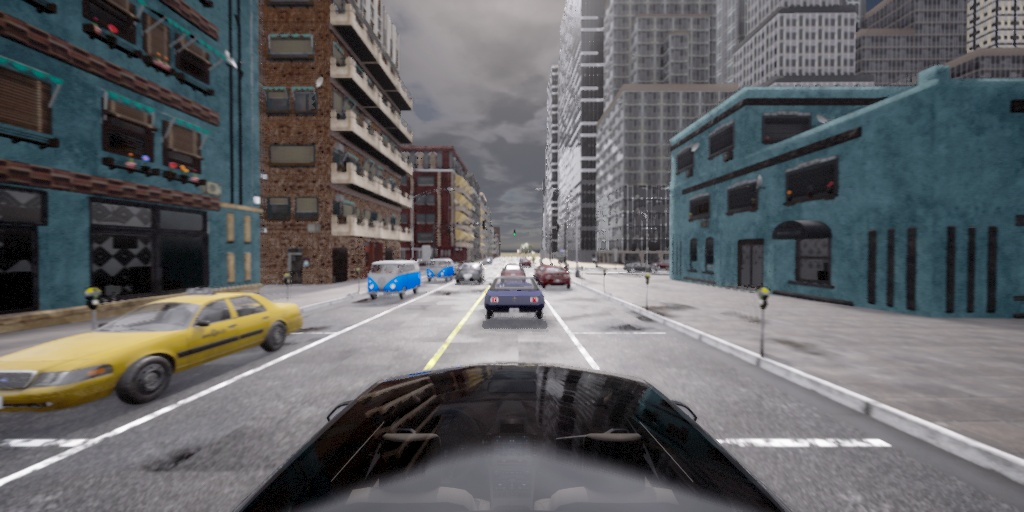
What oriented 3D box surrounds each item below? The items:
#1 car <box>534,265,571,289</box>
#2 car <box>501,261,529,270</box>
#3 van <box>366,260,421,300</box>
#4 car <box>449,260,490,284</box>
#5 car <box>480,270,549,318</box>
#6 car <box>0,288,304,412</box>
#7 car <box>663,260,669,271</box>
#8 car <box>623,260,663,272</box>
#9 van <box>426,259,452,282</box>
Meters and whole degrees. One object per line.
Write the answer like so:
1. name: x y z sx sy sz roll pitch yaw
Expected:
1. car: 2.689 1.316 23.260 1.888 1.381 4.507 0 0 0
2. car: 0.081 1.338 28.633 1.994 1.385 4.181 0 0 0
3. van: -5.692 1.107 17.643 1.690 1.789 3.998 0 0 0
4. car: -3.086 1.265 27.232 2.128 1.511 4.902 0 0 0
5. car: 0.083 1.363 13.099 1.895 1.301 4.718 0 0 0
6. car: -5.691 1.281 6.312 1.751 1.417 4.829 0 0 0
7. car: 22.194 1.526 46.524 4.313 1.339 1.948 0 0 1
8. car: 16.712 1.485 46.600 4.403 1.370 2.007 0 0 1
9. van: -5.692 1.115 28.806 1.690 1.789 3.998 0 0 0
